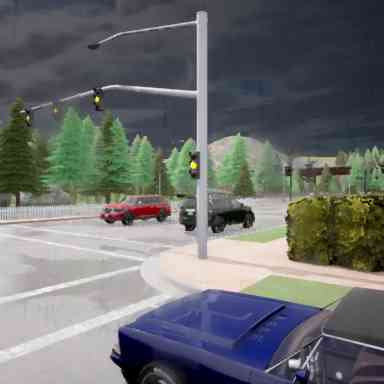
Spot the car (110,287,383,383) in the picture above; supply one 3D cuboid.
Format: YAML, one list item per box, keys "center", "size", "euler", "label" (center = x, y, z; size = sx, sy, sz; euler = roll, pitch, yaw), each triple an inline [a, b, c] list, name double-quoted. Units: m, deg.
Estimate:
- center: [1.467, 1.601, 2.919]
  size: [4.718, 1.301, 1.895]
  euler: [0, 0, 36]
  label: "car"

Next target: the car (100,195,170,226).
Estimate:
- center: [-3.951, 1.221, 24.227]
  size: [2.150, 2.045, 5.566]
  euler: [0, 0, 38]
  label: "car"

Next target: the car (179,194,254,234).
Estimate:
- center: [1.585, 1.221, 19.620]
  size: [2.150, 2.045, 5.566]
  euler: [0, 0, 38]
  label: "car"

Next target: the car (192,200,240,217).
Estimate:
- center: [2.416, 1.547, 32.257]
  size: [2.033, 1.411, 5.357]
  euler: [0, 0, 38]
  label: "car"

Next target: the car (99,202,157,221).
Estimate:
- center: [-5.299, 1.601, 28.161]
  size: [1.895, 1.301, 4.718]
  euler: [0, 0, 38]
  label: "car"

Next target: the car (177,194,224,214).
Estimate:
- center: [1.036, 1.221, 36.144]
  size: [2.150, 2.045, 5.566]
  euler: [0, 0, 39]
  label: "car"
